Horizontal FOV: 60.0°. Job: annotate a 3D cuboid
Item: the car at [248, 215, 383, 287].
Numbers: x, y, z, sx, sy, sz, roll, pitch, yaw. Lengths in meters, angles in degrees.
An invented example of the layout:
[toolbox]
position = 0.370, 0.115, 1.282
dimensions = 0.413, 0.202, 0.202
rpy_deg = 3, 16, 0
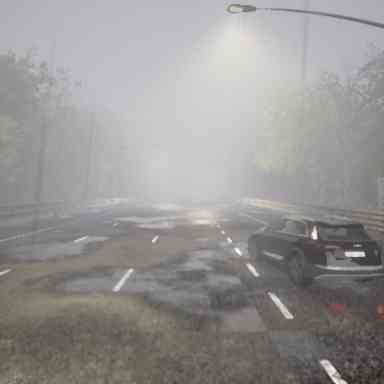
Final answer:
[car]
position = 3.185, 1.444, 9.488
dimensions = 2.033, 1.649, 4.856
rpy_deg = 2, -1, -10
